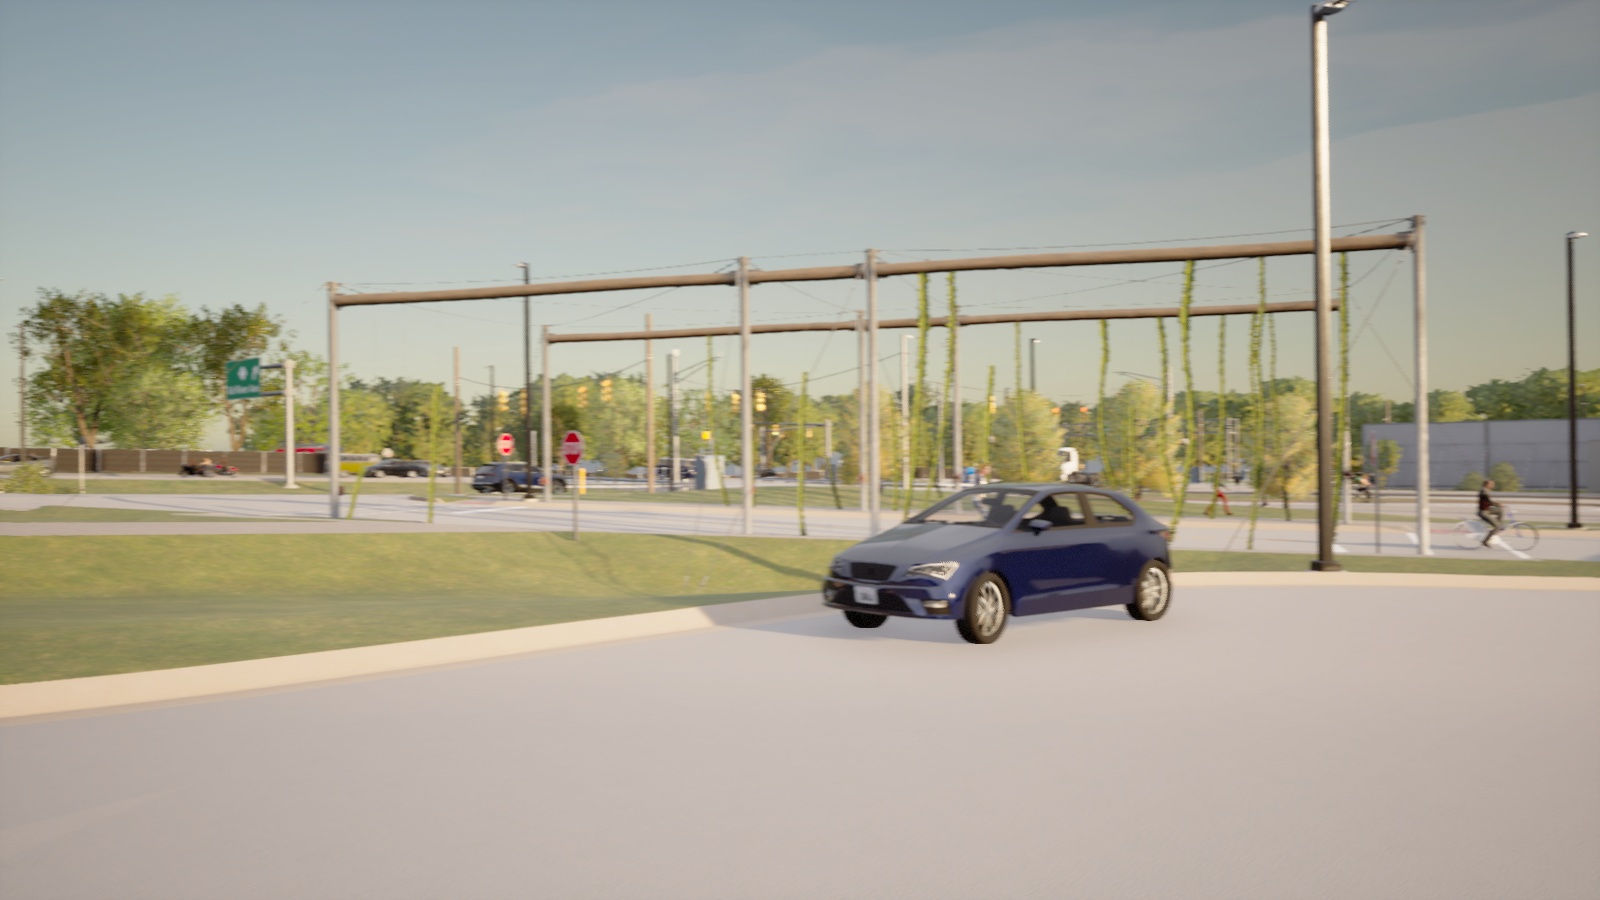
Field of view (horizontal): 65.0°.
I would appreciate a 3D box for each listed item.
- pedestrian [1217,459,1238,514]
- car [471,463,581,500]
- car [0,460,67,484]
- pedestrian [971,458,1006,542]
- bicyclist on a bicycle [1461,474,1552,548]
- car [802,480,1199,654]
[{"bbox_3d":[14.507,1.239,42.631,0.614,1.847,0.353,-1,0,16],"label":"pedestrian"},{"bbox_3d":[-12.942,1.501,59.555,2.033,1.649,4.856,-1,-2,41],"label":"car"},{"bbox_3d":[-50.079,1.419,80.913,2.007,1.525,4.514,-1,-2,42],"label":"car"},{"bbox_3d":[4.183,1.098,27.852,0.706,1.836,0.354,-1,0,14],"label":"pedestrian"},{"bbox_3d":[17.281,1.480,30.760,1.843,1.776,0.659,0,0,19],"label":"bicyclist on a bicycle"},{"bbox_3d":[2.197,1.070,13.052,4.193,1.474,1.816,1,-1,-42],"label":"car"}]
